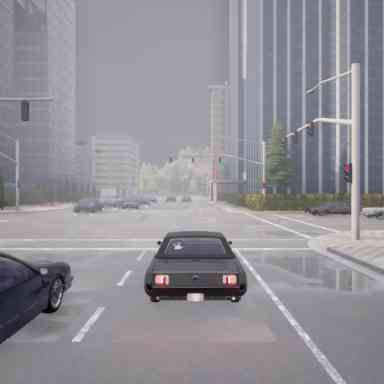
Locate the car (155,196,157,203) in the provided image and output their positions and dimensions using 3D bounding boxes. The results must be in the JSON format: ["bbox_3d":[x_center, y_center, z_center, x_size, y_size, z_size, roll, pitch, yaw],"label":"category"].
[{"bbox_3d":[-8.131,1.477,67.509,1.882,1.535,5.008,0,0,-1],"label":"car"}]

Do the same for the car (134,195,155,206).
[{"bbox_3d":[-8.017,1.547,56.322,2.033,1.411,5.357,0,0,-1],"label":"car"}]

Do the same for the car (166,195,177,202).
[{"bbox_3d":[-4.718,1.500,74.571,1.837,1.490,4.892,0,0,-1],"label":"car"}]

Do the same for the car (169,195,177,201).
[{"bbox_3d":[-4.885,1.524,84.739,1.812,1.442,4.674,0,0,-1],"label":"car"}]

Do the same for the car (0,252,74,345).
[{"bbox_3d":[-3.436,1.547,4.591,2.033,1.411,5.357,0,0,0],"label":"car"}]

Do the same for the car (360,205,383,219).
[{"bbox_3d":[16.939,1.601,28.089,4.718,1.301,1.895,0,0,0],"label":"car"}]

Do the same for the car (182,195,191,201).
[{"bbox_3d":[-1.385,1.540,84.808,2.033,1.411,5.357,0,0,-1],"label":"car"}]

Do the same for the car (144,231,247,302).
[{"bbox_3d":[0.067,1.601,8.188,1.895,1.301,4.718,0,0,0],"label":"car"}]

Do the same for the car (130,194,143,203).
[{"bbox_3d":[-11.659,1.354,70.145,2.097,1.767,4.553,0,0,-1],"label":"car"}]

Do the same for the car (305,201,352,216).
[{"bbox_3d":[13.584,1.547,31.596,5.357,1.411,2.033,0,0,-3],"label":"car"}]

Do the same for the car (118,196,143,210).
[{"bbox_3d":[-7.750,1.564,42.281,1.994,1.385,4.181,0,0,-3],"label":"car"}]

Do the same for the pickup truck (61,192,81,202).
[{"bbox_3d":[-24.768,1.059,69.244,2.390,2.098,6.274,0,0,30],"label":"pickup truck"}]

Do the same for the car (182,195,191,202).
[{"bbox_3d":[-1.228,1.553,75.033,1.994,1.385,4.181,0,0,-1],"label":"car"}]

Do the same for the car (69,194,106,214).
[{"bbox_3d":[-11.179,1.351,35.966,2.097,1.767,4.553,0,0,-1],"label":"car"}]

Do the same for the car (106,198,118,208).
[{"bbox_3d":[-11.394,1.525,47.161,1.812,1.442,4.674,0,0,-1],"label":"car"}]
